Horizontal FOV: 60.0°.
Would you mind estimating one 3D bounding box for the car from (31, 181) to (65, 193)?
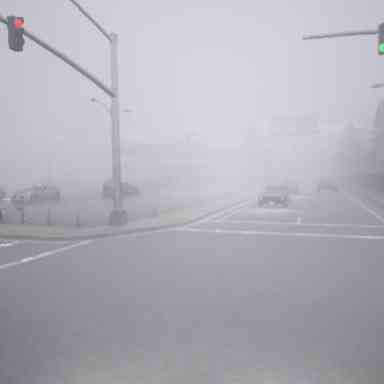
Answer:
[{"bbox_3d":[-21.398,-0.792,49.519,2.007,1.523,4.514,0,3,20],"label":"car"}]

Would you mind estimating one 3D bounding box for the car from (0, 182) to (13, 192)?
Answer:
[{"bbox_3d":[-30.759,-0.787,53.018,1.845,1.501,3.633,0,3,20],"label":"car"}]

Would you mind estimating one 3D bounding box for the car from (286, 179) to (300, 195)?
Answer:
[{"bbox_3d":[9.909,-0.523,33.937,1.837,1.490,4.892,0,4,21],"label":"car"}]

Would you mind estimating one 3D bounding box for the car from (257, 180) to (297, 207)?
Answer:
[{"bbox_3d":[5.817,0.156,22.985,2.033,1.411,5.357,0,3,21],"label":"car"}]

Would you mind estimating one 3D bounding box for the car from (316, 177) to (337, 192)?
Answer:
[{"bbox_3d":[15.102,-0.941,37.363,2.097,1.767,4.553,0,3,20],"label":"car"}]

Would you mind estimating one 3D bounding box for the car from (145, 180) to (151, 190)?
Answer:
[{"bbox_3d":[-7.061,-1.133,52.503,1.970,1.475,3.806,0,3,20],"label":"car"}]

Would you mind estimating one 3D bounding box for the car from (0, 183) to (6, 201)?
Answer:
[{"bbox_3d":[-18.912,0.059,29.336,2.152,1.636,5.027,0,3,20],"label":"car"}]

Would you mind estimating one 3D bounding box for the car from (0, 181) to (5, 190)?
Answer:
[{"bbox_3d":[-39.221,-1.209,64.306,2.152,1.636,5.027,0,3,20],"label":"car"}]

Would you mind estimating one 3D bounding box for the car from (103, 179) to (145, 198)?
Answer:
[{"bbox_3d":[-6.904,-0.183,32.762,2.007,1.523,4.514,0,3,20],"label":"car"}]

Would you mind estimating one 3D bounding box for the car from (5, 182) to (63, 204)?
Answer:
[{"bbox_3d":[-12.778,0.129,27.423,1.970,1.475,3.806,0,3,20],"label":"car"}]

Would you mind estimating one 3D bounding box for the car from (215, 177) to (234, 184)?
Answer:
[{"bbox_3d":[8.112,-2.820,82.449,4.611,1.667,2.242,0,3,20],"label":"car"}]

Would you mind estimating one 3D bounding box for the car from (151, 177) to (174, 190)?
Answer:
[{"bbox_3d":[-4.158,-1.378,50.765,1.905,1.878,3.866,0,3,20],"label":"car"}]
